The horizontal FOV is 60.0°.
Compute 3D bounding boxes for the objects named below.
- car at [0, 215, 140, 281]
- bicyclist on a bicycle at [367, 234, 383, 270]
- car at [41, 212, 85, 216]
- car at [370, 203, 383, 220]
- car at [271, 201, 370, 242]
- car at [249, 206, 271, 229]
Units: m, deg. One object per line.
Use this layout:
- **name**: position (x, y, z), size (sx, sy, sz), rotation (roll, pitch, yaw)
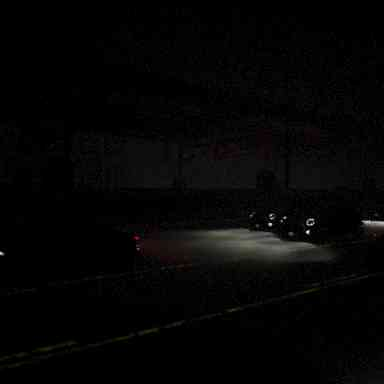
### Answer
- **car**: position (-3.677, 1.564, 9.934), size (4.181, 1.385, 1.994), rotation (0, 0, -33)
- **bicyclist on a bicycle**: position (5.680, 1.453, 9.256), size (0.582, 1.620, 1.656), rotation (0, 0, -33)
- **car**: position (-5.442, 1.526, 12.964), size (4.674, 1.442, 1.812), rotation (0, 0, -33)
- **car**: position (15.835, 1.564, 26.664), size (4.181, 1.385, 1.994), rotation (0, 0, -33)
- **car**: position (6.431, 1.353, 16.500), size (4.553, 1.767, 2.097), rotation (0, 0, -33)
- **car**: position (5.606, 1.353, 20.136), size (4.553, 1.767, 2.097), rotation (0, 0, -33)
